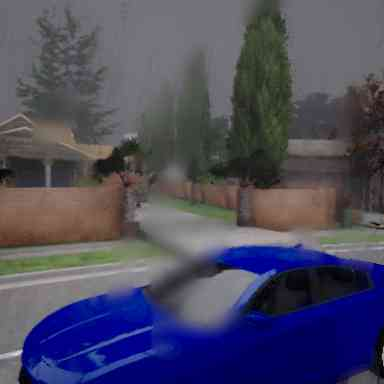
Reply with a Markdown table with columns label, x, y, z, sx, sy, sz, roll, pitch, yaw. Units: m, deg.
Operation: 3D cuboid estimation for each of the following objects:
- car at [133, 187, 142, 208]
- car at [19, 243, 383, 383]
| label | x | y | z | sx | sy | sz | roll | pitch | yaw |
| --- | --- | --- | --- | --- | --- | --- | --- | --- | --- |
| car | -4.629 | 0.391 | 24.343 | 1.816 | 1.474 | 4.193 | -2 | 1 | -6 |
| car | 0.709 | 1.446 | 4.053 | 5.008 | 1.535 | 1.882 | 0 | 0 | -29 |
